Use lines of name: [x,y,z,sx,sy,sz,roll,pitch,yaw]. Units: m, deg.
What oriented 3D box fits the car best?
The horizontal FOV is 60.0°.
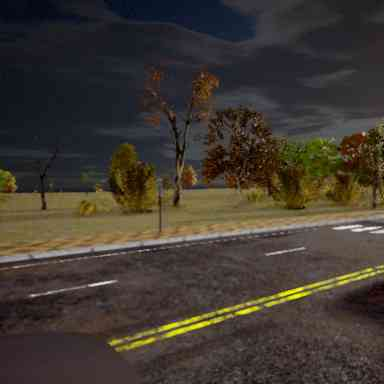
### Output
car: [-2.693,1.569,1.494,5.357,1.411,2.033,-1,1,-35]
